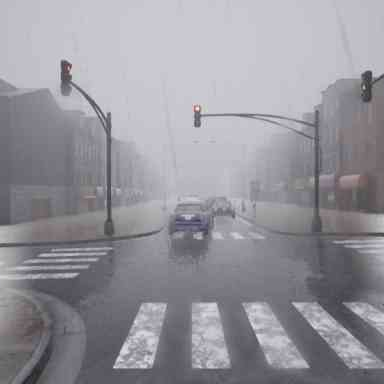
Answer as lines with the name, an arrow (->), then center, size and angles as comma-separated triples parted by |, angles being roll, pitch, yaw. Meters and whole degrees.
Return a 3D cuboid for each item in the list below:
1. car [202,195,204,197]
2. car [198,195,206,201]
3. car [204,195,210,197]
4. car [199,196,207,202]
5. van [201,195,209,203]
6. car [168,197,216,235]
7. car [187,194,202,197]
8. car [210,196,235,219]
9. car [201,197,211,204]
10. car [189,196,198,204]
car -> 2.715, 1.363, 40.426 | 2.192, 1.841, 5.009 | -1, 0, 0
car -> 2.833, 1.687, 94.450 | 1.967, 1.590, 4.097 | -1, 0, 0
car -> 2.704, 1.351, 35.024 | 2.192, 1.841, 5.009 | -1, 0, 0
car -> 2.811, 1.779, 83.644 | 1.802, 1.307, 4.206 | -1, 0, 0
van -> 2.785, 1.493, 72.841 | 1.690, 1.788, 3.998 | -1, 0, 0
car -> 0.035, 1.358, 18.845 | 2.097, 1.767, 4.553 | 0, 0, 6
car -> 0.231, 1.325, 59.419 | 2.150, 2.045, 5.566 | 0, 0, -1
car -> 2.693, 1.465, 29.621 | 1.967, 1.590, 4.097 | -1, 0, 0
car -> 2.776, 1.658, 67.607 | 1.752, 1.417, 4.829 | -1, 0, 0
car -> 0.251, 1.644, 69.589 | 1.837, 1.490, 4.892 | 0, 0, 0
